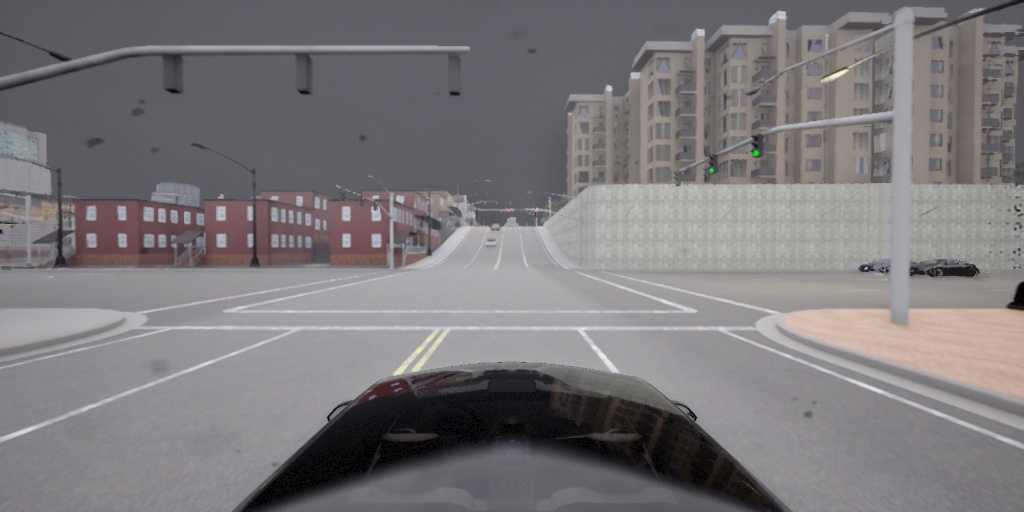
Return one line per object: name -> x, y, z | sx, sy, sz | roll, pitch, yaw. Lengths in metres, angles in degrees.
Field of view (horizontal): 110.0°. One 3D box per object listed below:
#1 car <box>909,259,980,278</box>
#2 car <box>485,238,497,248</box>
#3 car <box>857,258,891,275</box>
car -> 31.916, 0.921, 26.812 | 4.181, 1.385, 1.994 | 0, 1, 0
car -> -3.539, -2.259, 60.283 | 1.895, 1.301, 4.718 | 0, 13, 1
car -> 31.941, 0.865, 30.307 | 4.181, 1.385, 1.994 | 0, 1, 0
